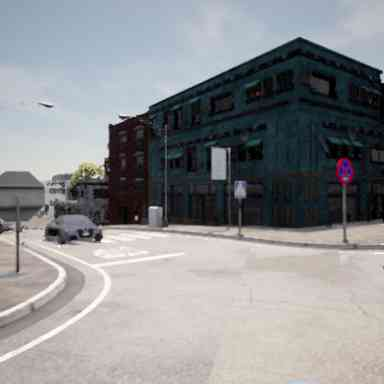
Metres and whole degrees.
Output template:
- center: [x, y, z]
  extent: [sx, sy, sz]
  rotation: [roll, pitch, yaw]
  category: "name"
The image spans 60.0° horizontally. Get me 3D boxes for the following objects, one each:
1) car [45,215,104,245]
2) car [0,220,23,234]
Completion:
- center: [-6.134, 1.871, 17.117]
  extent: [1.994, 1.385, 4.181]
  rotation: [0, -3, -37]
  category: "car"
- center: [-18.323, 3.398, 33.375]
  extent: [2.128, 1.511, 4.902]
  rotation: [0, -5, -37]
  category: "car"
